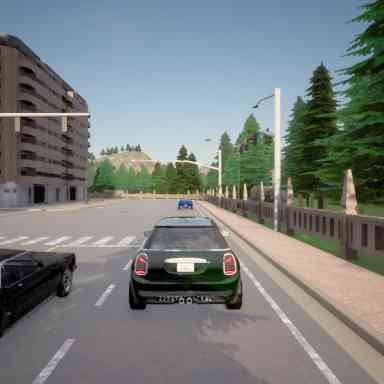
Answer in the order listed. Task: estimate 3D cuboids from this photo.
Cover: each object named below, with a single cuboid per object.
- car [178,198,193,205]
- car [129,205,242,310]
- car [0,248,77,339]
[{"bbox_3d":[-0.878,1.478,44.278,1.882,1.535,5.008,0,0,-1],"label":"car"},{"bbox_3d":[-0.130,1.352,7.990,2.097,1.767,4.553,0,0,0],"label":"car"},{"bbox_3d":[-3.545,1.601,5.618,1.895,1.301,4.718,0,0,-1],"label":"car"}]
